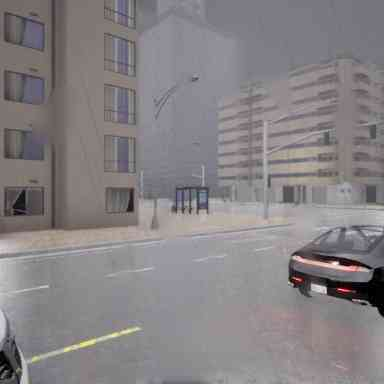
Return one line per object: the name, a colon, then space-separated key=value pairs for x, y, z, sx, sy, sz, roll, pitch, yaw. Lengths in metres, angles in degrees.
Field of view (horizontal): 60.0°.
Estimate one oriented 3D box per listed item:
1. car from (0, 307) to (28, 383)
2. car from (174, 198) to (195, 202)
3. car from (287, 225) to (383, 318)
car: x=-3.755 y=1.221 z=1.367 sx=5.566 sy=2.045 sz=2.150 roll=0 pitch=0 yaw=-32
car: x=-1.858 y=1.595 z=75.602 sx=5.357 sy=1.411 sz=2.033 roll=0 pitch=0 yaw=-40
car: x=4.120 y=1.492 z=7.380 sx=4.902 sy=1.511 sz=2.128 roll=0 pitch=0 yaw=-39
